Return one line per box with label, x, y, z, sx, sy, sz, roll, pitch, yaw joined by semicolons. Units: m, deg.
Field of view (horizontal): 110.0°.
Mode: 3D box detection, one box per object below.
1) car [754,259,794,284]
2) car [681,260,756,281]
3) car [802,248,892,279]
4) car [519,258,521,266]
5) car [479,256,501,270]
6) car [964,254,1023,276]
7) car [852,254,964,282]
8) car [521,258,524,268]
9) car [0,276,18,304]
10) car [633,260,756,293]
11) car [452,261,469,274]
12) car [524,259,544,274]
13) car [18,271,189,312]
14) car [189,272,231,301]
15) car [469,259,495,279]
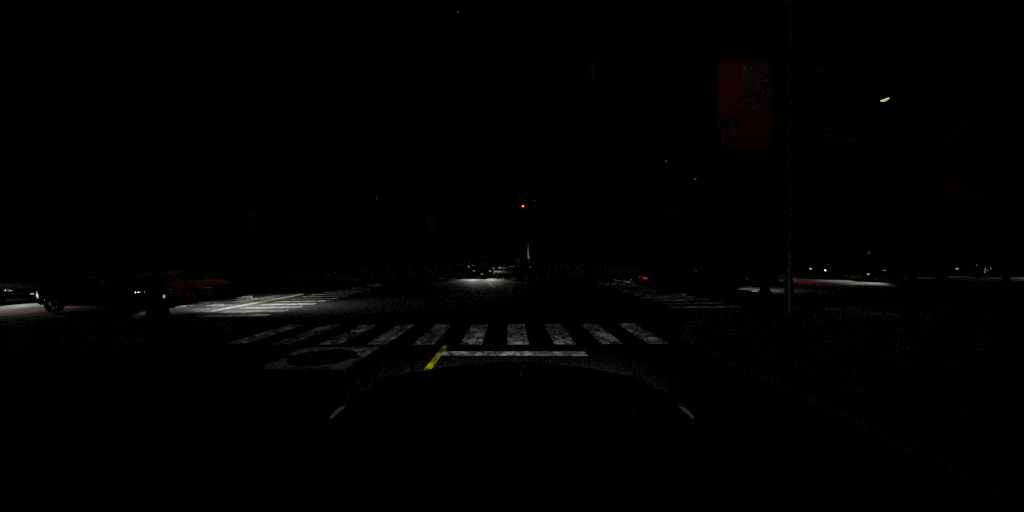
car;14.728;0.965;22.387;4.892;1.490;1.837;-1;0;2
car;14.654;1.020;25.657;4.181;1.385;1.994;-1;0;0
car;24.130;0.510;25.675;5.566;2.045;2.150;-1;0;0
car;2.644;1.311;57.455;2.007;1.370;4.403;0;0;0
car;-3.190;0.982;52.232;2.150;2.045;5.566;0;0;0
car;34.350;0.605;25.683;4.902;1.511;2.128;-1;0;0
car;24.611;0.812;22.428;4.674;1.442;1.812;-1;0;0
car;2.671;1.303;52.011;1.888;1.381;4.507;0;0;0
car;-27.627;1.763;18.884;4.674;1.442;1.812;-1;0;0
car;9.199;1.111;18.690;5.357;1.411;2.033;-1;0;2
car;-5.799;1.305;41.083;2.007;1.370;4.403;0;0;0
car;2.726;1.305;41.122;2.007;1.370;4.403;0;0;0
car;-17.629;1.546;15.661;4.902;1.511;2.128;-1;0;2
car;-17.652;1.528;18.905;5.008;1.535;1.882;-1;0;2
car;-2.793;1.278;33.154;1.812;1.442;4.674;0;0;-5
